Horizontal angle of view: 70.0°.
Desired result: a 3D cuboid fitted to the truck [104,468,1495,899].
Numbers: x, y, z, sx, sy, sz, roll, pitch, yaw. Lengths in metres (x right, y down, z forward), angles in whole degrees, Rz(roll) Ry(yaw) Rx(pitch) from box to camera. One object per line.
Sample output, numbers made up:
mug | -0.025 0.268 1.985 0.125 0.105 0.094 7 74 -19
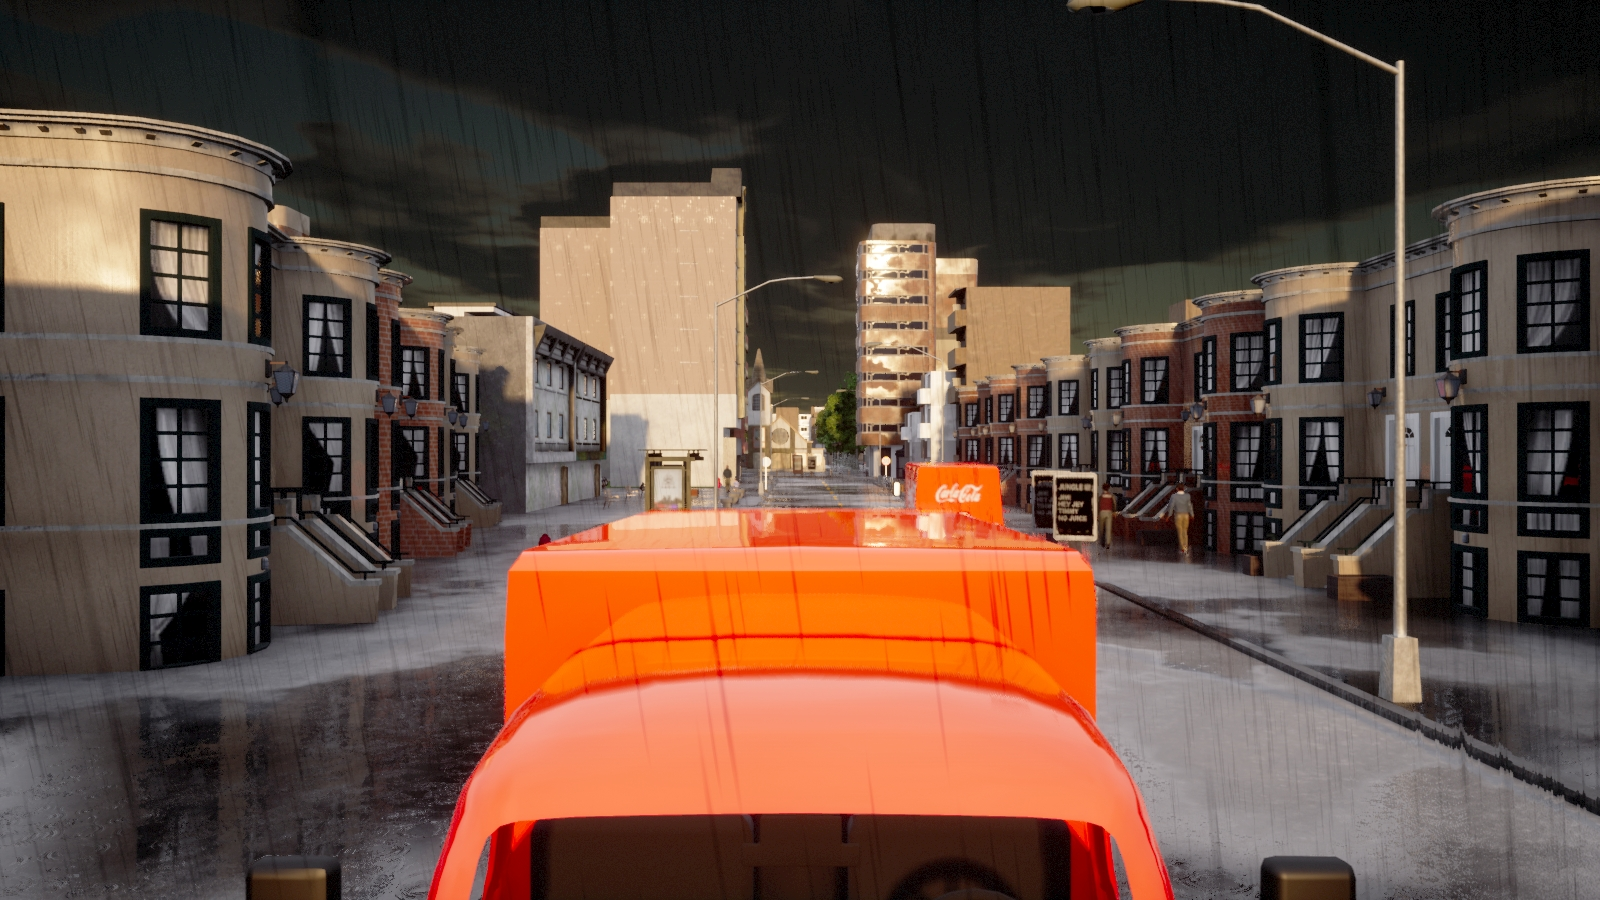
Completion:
truck | -0.001 1.349 4.760 2.627 2.467 5.204 0 0 0

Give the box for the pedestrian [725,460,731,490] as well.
pedestrian | -4.488 1.552 70.951 0.375 1.860 0.375 0 0 -4

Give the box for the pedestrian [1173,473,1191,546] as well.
pedestrian | 9.918 1.536 29.670 0.375 1.860 0.375 0 0 10

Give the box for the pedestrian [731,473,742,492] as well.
pedestrian | -3.745 1.932 67.284 0.500 1.100 0.500 0 0 18

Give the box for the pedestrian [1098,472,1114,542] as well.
pedestrian | 8.291 1.536 30.939 0.375 1.860 0.375 0 0 8

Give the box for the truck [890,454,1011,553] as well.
truck | 4.003 1.362 31.402 2.627 2.467 5.204 0 0 0
